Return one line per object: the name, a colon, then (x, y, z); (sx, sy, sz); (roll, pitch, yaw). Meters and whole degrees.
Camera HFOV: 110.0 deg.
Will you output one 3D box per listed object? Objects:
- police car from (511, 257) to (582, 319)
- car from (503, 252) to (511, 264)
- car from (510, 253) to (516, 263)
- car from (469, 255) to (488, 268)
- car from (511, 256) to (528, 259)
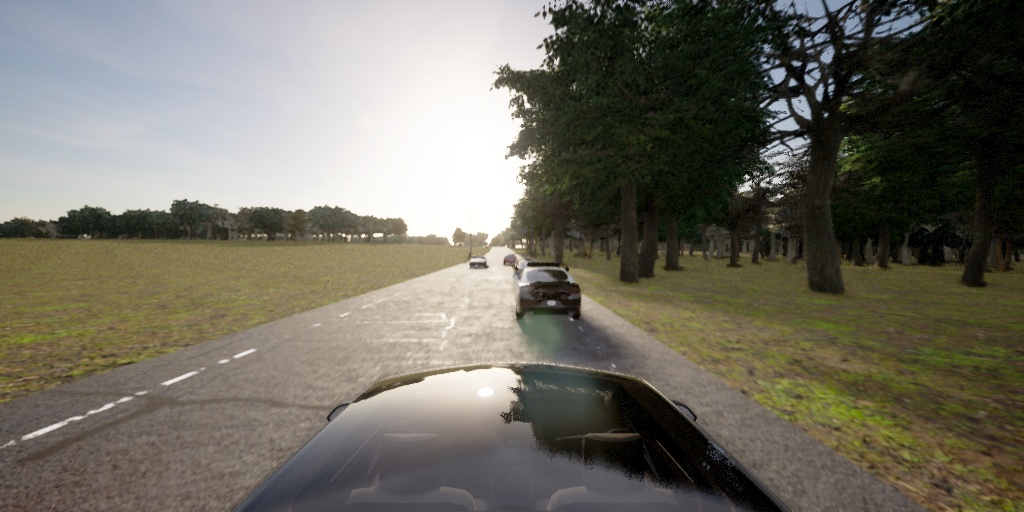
police car: (1.046, 1.005, 12.126); (1.930, 1.638, 5.238); (0, 1, 0)
car: (-0.212, 0.412, 49.417); (1.994, 1.385, 4.181); (0, 1, 1)
car: (0.993, 0.741, 28.214); (1.801, 1.575, 5.366); (0, 1, 0)
car: (-3.729, 0.581, 40.623); (2.033, 1.411, 5.357); (0, 1, 0)
car: (1.021, 0.930, 22.023); (1.812, 1.442, 4.674); (0, 1, 0)
